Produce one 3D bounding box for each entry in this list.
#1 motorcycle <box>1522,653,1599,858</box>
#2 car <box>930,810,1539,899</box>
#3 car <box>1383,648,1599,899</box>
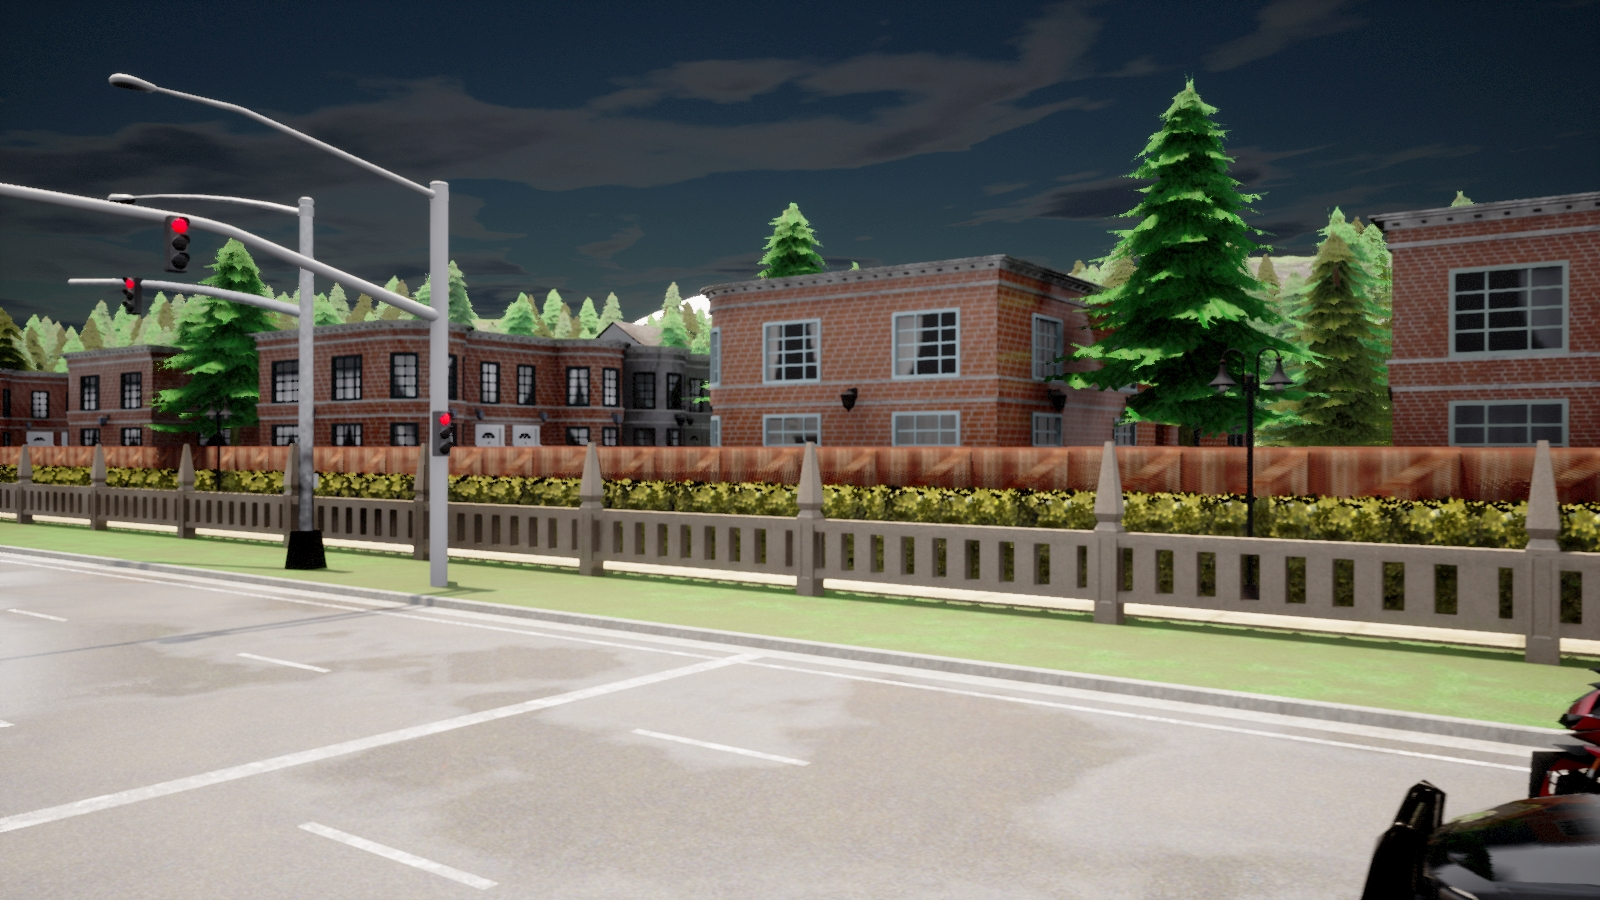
[{"bbox_3d":[6.326,2.204,7.900,2.209,1.251,0.867,0,0,35],"label":"motorcycle"},{"bbox_3d":[2.171,2.064,2.264,4.193,1.474,1.816,0,0,35],"label":"car"},{"bbox_3d":[5.295,1.983,4.350,5.238,1.638,2.097,0,0,35],"label":"car"}]
